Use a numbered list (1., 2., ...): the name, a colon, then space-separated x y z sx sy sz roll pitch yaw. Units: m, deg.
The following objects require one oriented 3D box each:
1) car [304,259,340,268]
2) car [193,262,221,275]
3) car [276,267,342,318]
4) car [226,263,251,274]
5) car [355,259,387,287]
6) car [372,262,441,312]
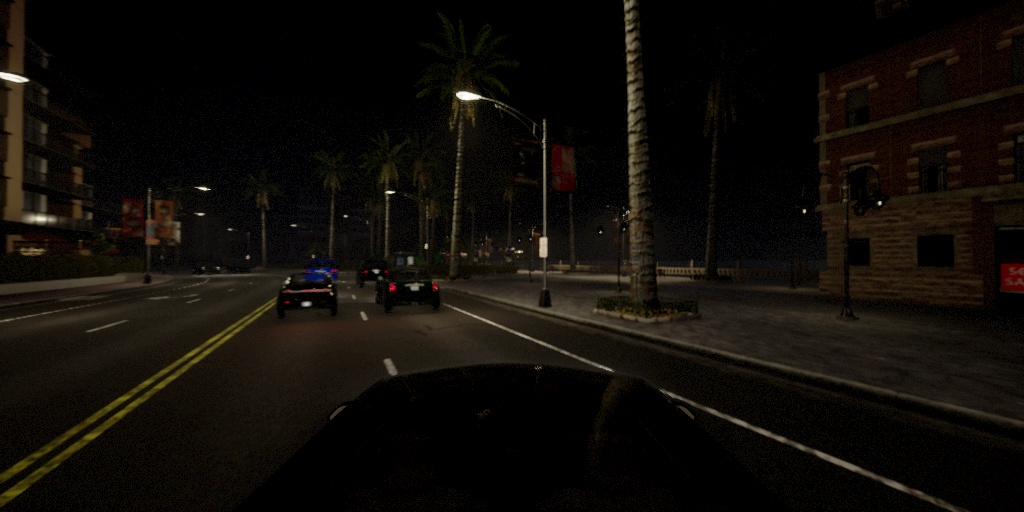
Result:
1. car: -14.017 1.250 26.491 2.150 2.045 5.566 0 0 -27
2. car: -40.749 1.599 47.873 4.553 1.767 2.097 0 -1 37
3. car: -7.748 1.377 13.883 2.128 1.511 4.902 0 -1 -26
4. car: -38.614 1.759 50.659 5.008 1.535 1.882 0 -1 38
5. car: -10.882 1.271 28.045 2.150 2.045 5.566 0 0 -27
6. car: -4.574 1.256 15.364 2.097 1.767 4.553 0 -1 -26
